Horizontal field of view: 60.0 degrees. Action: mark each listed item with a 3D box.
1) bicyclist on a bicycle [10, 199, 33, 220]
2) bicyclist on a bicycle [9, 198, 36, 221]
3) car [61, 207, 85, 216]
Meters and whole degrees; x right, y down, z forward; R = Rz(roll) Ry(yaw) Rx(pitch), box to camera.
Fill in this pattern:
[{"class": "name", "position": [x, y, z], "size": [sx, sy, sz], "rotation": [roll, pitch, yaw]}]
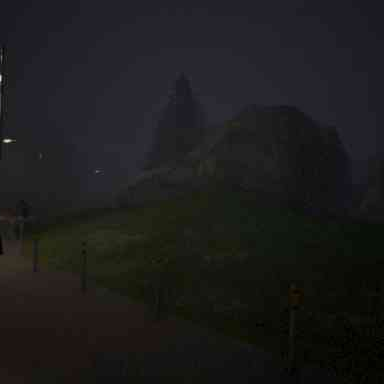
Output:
[{"class": "bicyclist on a bicycle", "position": [-13.554, 1.426, 26.514], "size": [1.656, 1.620, 0.582], "rotation": [8, 2, -15]}, {"class": "bicyclist on a bicycle", "position": [-13.650, 1.403, 26.818], "size": [1.656, 1.620, 0.582], "rotation": [10, -6, -15]}, {"class": "car", "position": [-18.668, 3.064, 52.276], "size": [1.812, 1.442, 4.674], "rotation": [2, -5, 15]}]
